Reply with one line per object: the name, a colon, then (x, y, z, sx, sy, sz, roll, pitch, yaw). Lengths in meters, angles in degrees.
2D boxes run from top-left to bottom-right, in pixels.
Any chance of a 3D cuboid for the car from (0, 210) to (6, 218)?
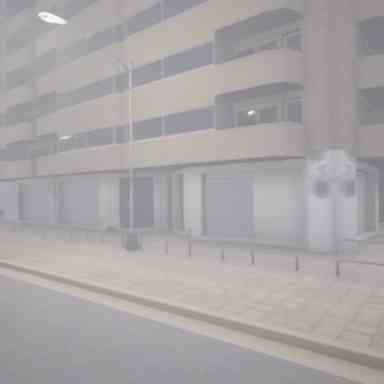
car: (-21.273, 2.036, 33.336, 1.812, 1.442, 4.674, -1, -1, 36)
